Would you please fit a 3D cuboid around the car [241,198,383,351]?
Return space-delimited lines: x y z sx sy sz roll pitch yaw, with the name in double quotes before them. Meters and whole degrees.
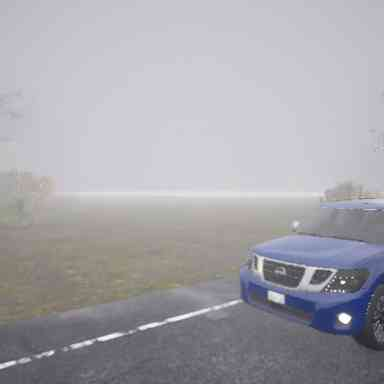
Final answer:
"car" 3.479 1.164 6.474 5.566 2.045 2.150 -1 0 -36
